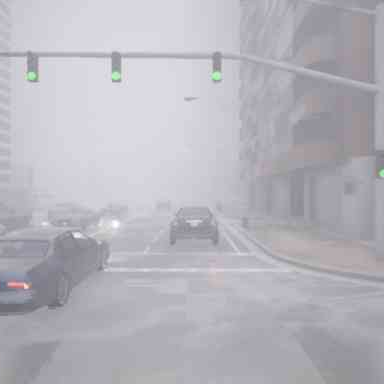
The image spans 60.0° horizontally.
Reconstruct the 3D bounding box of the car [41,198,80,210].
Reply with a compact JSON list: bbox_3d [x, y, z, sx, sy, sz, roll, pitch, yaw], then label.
[{"bbox_3d":[-10.579,1.527,28.182,1.837,1.490,4.892,0,0,0],"label":"car"}]

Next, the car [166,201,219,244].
[{"bbox_3d":[0.096,1.364,15.972,2.097,1.767,4.553,0,0,0],"label":"car"}]

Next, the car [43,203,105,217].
[{"bbox_3d":[-7.097,1.580,20.506,1.994,1.385,4.181,0,0,0],"label":"car"}]

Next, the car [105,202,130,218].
[{"bbox_3d":[-7.074,1.624,30.467,1.895,1.301,4.718,0,0,0],"label":"car"}]

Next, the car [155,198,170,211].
[{"bbox_3d":[-3.475,1.510,41.382,1.882,1.535,5.008,0,0,0],"label":"car"}]

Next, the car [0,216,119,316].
[{"bbox_3d":[-3.401,1.553,7.822,2.033,1.411,5.357,0,0,0],"label":"car"}]

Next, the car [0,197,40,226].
[{"bbox_3d":[-10.599,1.366,18.237,2.097,1.767,4.553,0,0,0],"label":"car"}]
